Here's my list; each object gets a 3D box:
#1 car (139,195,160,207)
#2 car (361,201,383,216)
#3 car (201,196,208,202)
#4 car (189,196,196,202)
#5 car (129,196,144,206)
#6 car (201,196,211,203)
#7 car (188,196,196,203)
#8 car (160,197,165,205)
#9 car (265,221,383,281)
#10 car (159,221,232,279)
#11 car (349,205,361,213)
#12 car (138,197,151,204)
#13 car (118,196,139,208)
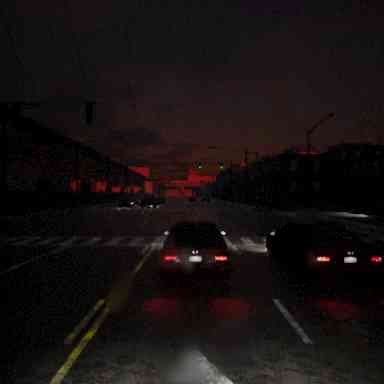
[{"bbox_3d":[-7.070,1.452,54.915,2.150,2.045,5.566,0,0,0],"label":"car"},{"bbox_3d":[19.971,1.705,33.737,4.181,1.385,1.994,0,0,0],"label":"car"},{"bbox_3d":[3.530,1.910,92.141,1.812,1.442,4.674,0,0,0],"label":"car"},{"bbox_3d":[0.030,1.886,92.150,1.837,1.490,4.892,0,0,0],"label":"car"},{"bbox_3d":[-10.506,1.618,63.435,2.097,1.767,4.553,0,0,0],"label":"car"},{"bbox_3d":[3.527,1.897,82.200,1.994,1.385,4.181,0,0,0],"label":"car"},{"bbox_3d":[0.027,1.882,81.599,2.033,1.411,5.357,0,0,0],"label":"car"},{"bbox_3d":[-6.990,1.821,65.154,2.033,1.411,5.357,0,0,0],"label":"car"},{"bbox_3d":[3.606,1.590,10.013,2.033,1.411,5.357,0,0,1],"label":"car"},{"bbox_3d":[0.087,1.591,10.133,2.033,1.411,5.357,0,0,0],"label":"car"},{"bbox_3d":[20.548,1.703,37.241,5.357,1.411,2.033,0,0,0],"label":"car"},{"bbox_3d":[-10.476,1.833,73.459,2.128,1.511,4.902,0,0,0],"label":"car"},{"bbox_3d":[-10.568,1.774,54.040,2.033,1.411,5.357,0,0,0],"label":"car"}]
